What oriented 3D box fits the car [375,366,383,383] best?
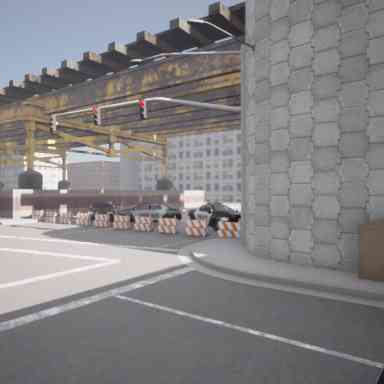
[{"bbox_3d":[3.477,1.601,1.492,4.718,1.301,1.895,0,0,36],"label":"car"}]

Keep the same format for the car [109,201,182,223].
[{"bbox_3d":[-3.145,1.295,23.205,4.536,1.218,1.853,0,0,0],"label":"car"}]

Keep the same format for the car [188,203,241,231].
[{"bbox_3d":[1.575,1.453,20.627,2.038,1.542,4.974,0,0,-25],"label":"car"}]

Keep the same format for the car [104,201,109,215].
[{"bbox_3d":[-3.197,1.453,23.205,4.974,1.542,2.038,0,0,0],"label":"car"}]

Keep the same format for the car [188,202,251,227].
[{"bbox_3d":[1.553,1.295,20.674,1.853,1.218,4.536,0,0,-25],"label":"car"}]

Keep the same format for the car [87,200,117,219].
[{"bbox_3d":[-6.905,1.295,26.005,1.853,1.218,4.536,0,0,-10],"label":"car"}]

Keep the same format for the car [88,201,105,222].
[{"bbox_3d":[-6.896,1.453,25.954,2.038,1.542,4.974,0,0,-10],"label":"car"}]
